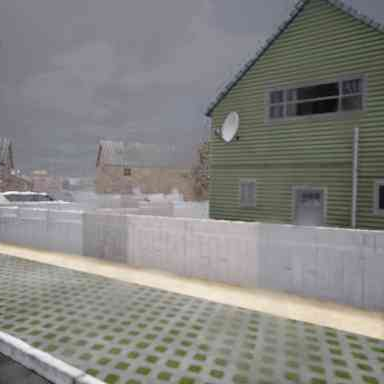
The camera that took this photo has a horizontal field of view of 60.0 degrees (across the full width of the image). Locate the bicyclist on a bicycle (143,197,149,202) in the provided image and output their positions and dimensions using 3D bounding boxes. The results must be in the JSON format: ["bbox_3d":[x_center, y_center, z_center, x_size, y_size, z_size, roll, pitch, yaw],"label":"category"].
[{"bbox_3d":[-3.317,1.193,24.181,0.582,1.620,1.656,0,1,-25],"label":"bicyclist on a bicycle"}]

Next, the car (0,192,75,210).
[{"bbox_3d":[-11.204,1.033,24.101,5.566,2.045,2.150,0,1,-22],"label":"car"}]
